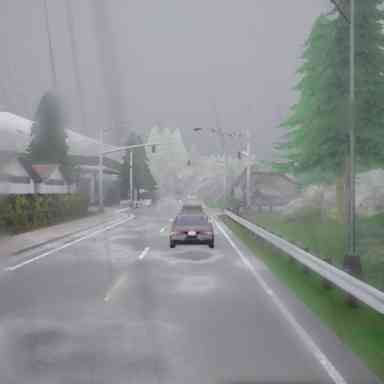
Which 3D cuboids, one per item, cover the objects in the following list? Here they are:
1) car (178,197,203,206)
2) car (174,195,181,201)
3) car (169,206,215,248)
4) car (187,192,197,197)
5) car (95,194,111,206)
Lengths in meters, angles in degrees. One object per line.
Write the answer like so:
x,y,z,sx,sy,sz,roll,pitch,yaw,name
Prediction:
0.001,1.459,29.650,1.882,1.535,5.008,0,0,0,car
-3.497,1.460,84.568,2.033,1.411,5.357,0,0,0,car
0.001,1.551,14.650,2.033,1.411,5.357,0,0,0,car
0.003,1.039,80.205,2.150,2.045,5.566,0,0,0,car
-14.526,1.265,54.820,1.905,1.878,3.866,0,0,-1,car
